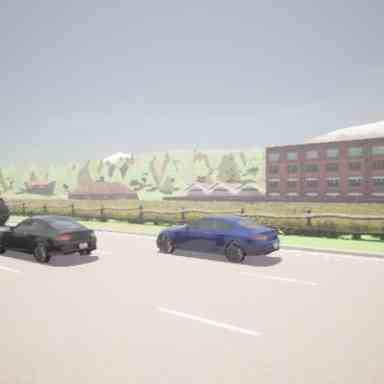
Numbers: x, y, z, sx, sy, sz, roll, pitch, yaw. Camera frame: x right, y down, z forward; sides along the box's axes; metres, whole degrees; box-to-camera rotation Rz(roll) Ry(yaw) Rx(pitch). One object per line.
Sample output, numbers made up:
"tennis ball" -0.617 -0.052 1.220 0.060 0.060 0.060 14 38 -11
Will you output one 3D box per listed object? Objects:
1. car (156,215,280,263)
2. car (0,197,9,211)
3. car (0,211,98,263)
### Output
"car" 0.814 1.558 12.006 4.674 1.442 1.812 0 0 36
"car" -14.993 1.361 23.272 5.566 2.045 2.150 0 0 35
"car" -5.396 1.586 12.136 4.674 1.442 1.812 0 0 35
